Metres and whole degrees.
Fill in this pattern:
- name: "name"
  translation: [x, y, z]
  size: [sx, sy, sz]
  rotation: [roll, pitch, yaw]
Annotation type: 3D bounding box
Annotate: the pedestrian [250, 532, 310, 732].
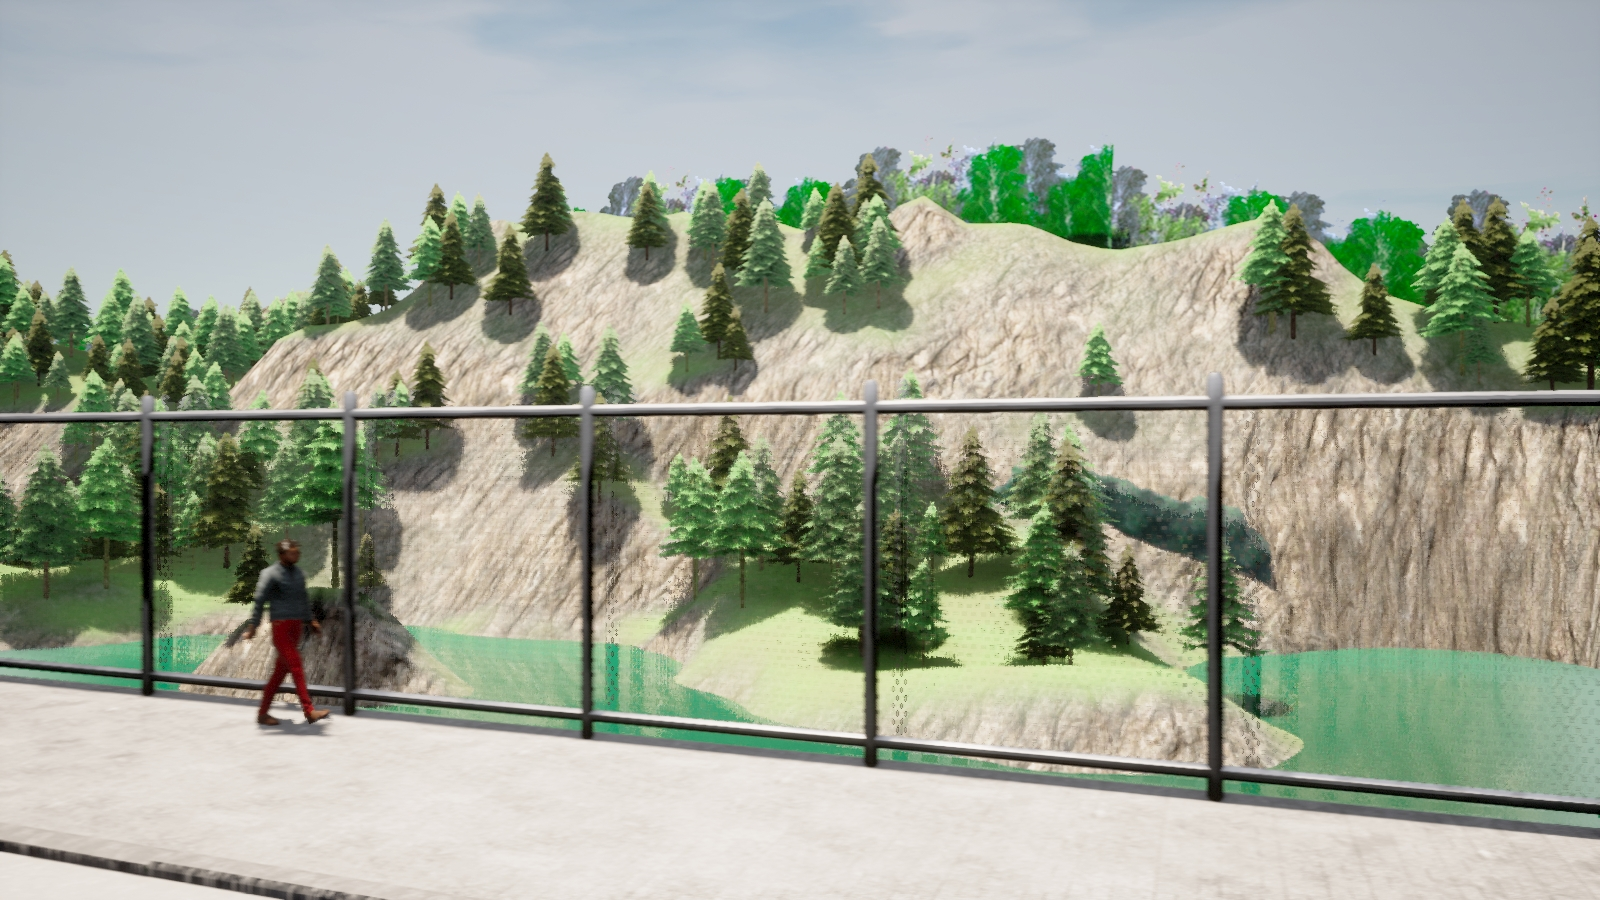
- name: "pedestrian"
  translation: [-5.032, 1.743, 11.060]
  size: [0.375, 1.860, 0.375]
  rotation: [0, 0, 20]
